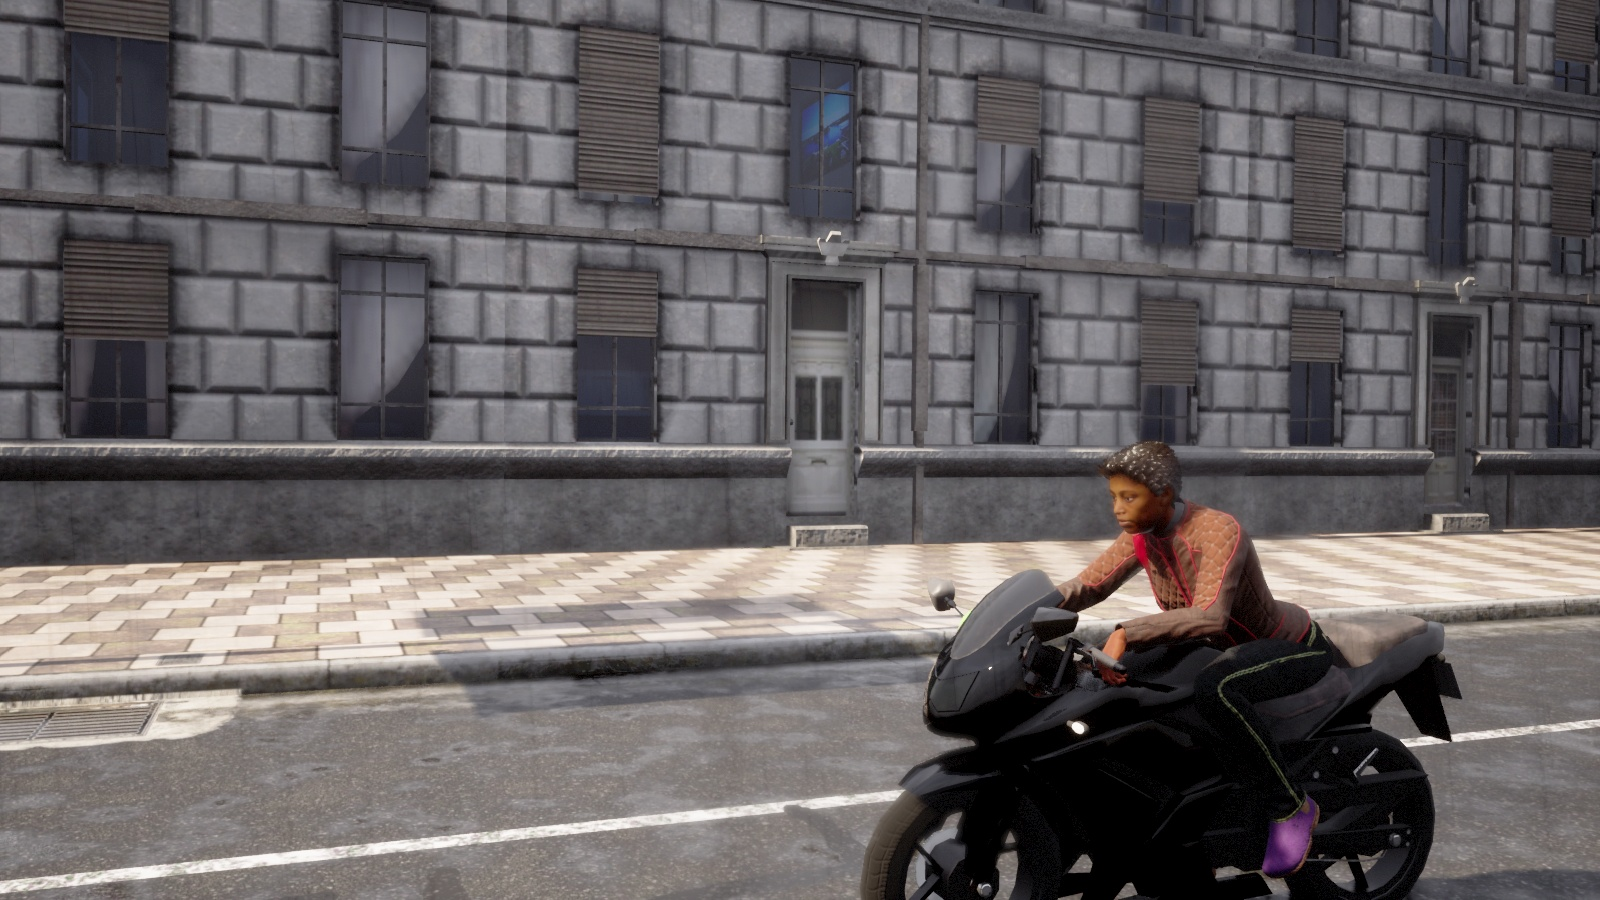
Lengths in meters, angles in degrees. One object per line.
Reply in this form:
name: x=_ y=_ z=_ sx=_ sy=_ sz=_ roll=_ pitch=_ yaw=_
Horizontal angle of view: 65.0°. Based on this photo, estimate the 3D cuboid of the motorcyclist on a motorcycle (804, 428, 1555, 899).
motorcyclist on a motorcycle: x=1.116 y=0.708 z=3.691 sx=2.044 sy=1.523 sz=0.797 roll=-1 pitch=1 yaw=-21
